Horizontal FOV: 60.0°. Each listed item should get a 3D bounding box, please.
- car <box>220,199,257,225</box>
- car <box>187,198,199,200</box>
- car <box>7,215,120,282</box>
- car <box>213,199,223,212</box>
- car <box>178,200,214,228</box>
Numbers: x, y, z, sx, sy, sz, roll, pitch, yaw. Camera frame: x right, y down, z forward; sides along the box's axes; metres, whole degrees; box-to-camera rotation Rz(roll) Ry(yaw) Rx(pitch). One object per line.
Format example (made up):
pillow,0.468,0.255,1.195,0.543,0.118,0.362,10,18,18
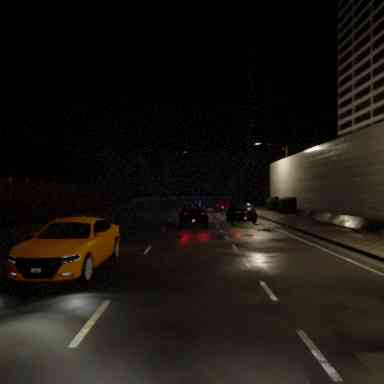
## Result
car,3.599,1.561,24.803,2.128,1.511,4.902,0,0,0
car,0.094,1.460,39.247,2.097,1.767,4.553,0,0,0
car,-3.509,1.506,10.004,1.882,1.535,5.008,0,0,0
car,3.596,1.639,40.997,1.812,1.442,4.674,0,0,0
car,0.099,1.552,22.562,2.128,1.511,4.902,0,0,0
